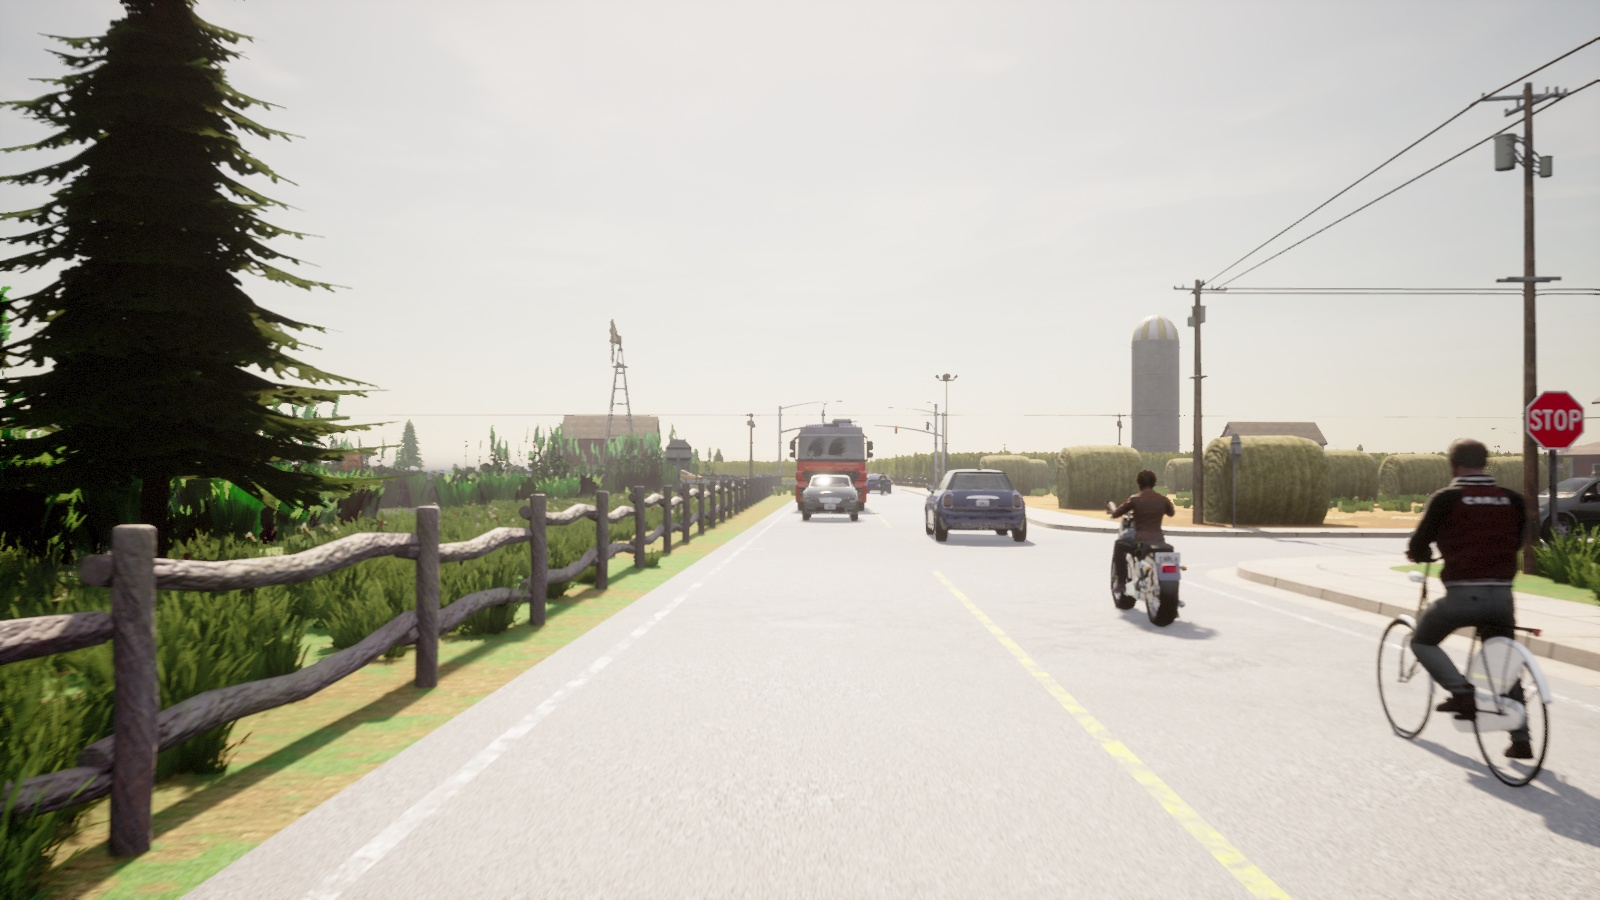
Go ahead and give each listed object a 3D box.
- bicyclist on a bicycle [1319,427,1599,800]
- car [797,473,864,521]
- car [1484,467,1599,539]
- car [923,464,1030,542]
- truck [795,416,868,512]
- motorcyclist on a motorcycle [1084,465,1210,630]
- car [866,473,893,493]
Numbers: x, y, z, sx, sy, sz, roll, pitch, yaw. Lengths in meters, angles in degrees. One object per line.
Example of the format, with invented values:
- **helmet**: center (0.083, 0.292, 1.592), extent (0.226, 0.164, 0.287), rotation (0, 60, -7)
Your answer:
- **bicyclist on a bicycle**: center (3.564, 0.794, 6.915), extent (0.659, 1.776, 1.843), rotation (0, -1, 1)
- **car**: center (1.044, 1.536, 42.386), extent (2.128, 1.511, 4.902), rotation (0, -1, 2)
- **car**: center (18.362, 1.201, 29.112), extent (3.988, 1.617, 1.851), rotation (0, -1, -1)
- **car**: center (4.218, 1.225, 30.751), extent (2.097, 1.767, 4.553), rotation (0, -1, 2)
- **truck**: center (1.370, 0.627, 54.116), extent (2.891, 3.827, 8.468), rotation (0, -1, 2)
- **motorcyclist on a motorcycle**: center (3.739, 0.997, 13.744), extent (0.766, 1.649, 2.350), rotation (0, -1, 2)
- **car**: center (6.084, 2.532, 97.006), extent (1.882, 1.535, 5.008), rotation (0, -1, 2)
